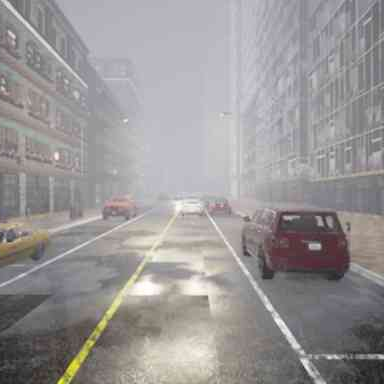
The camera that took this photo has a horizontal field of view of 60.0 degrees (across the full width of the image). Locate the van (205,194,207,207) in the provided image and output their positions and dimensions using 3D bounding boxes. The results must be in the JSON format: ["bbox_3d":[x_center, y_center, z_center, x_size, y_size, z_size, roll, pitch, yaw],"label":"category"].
[{"bbox_3d":[2.707,1.172,37.975,1.690,1.788,3.998,1,0,0],"label":"van"}]

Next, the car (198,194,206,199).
[{"bbox_3d":[2.708,1.139,88.836,2.008,1.369,4.403,1,0,0],"label":"car"}]

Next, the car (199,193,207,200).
[{"bbox_3d":[2.709,1.056,83.185,1.967,1.590,4.097,1,0,0],"label":"car"}]

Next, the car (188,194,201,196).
[{"bbox_3d":[0.006,1.250,59.202,2.163,1.488,4.792,0,0,0],"label":"car"}]

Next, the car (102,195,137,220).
[{"bbox_3d":[-5.674,1.198,26.675,2.192,1.841,5.009,1,0,0],"label":"car"}]

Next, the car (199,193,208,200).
[{"bbox_3d":[2.709,1.084,77.534,1.967,1.590,4.097,1,0,0],"label":"car"}]

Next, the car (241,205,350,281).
[{"bbox_3d":[2.705,1.273,9.718,2.192,1.841,5.009,1,0,0],"label":"car"}]

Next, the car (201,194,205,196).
[{"bbox_3d":[2.704,1.345,49.279,1.947,1.339,4.313,1,0,0],"label":"car"}]

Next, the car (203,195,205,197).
[{"bbox_3d":[2.704,1.371,43.628,1.947,1.339,4.313,1,0,0],"label":"car"}]

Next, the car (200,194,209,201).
[{"bbox_3d":[2.707,1.216,71.883,1.887,1.381,4.507,1,0,0],"label":"car"}]

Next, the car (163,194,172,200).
[{"bbox_3d":[-5.674,1.210,77.537,1.947,1.339,4.313,1,0,0],"label":"car"}]

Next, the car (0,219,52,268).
[{"bbox_3d":[-5.678,1.484,9.551,1.752,1.417,4.829,1,0,0],"label":"car"}]

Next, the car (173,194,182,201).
[{"bbox_3d":[-2.996,1.202,70.137,1.994,1.385,4.181,0,0,0],"label":"car"}]

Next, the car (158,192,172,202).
[{"bbox_3d":[-5.670,1.014,66.234,2.192,1.841,5.009,1,0,0],"label":"car"}]

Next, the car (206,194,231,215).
[{"bbox_3d":[2.705,1.297,32.323,1.967,1.590,4.097,1,0,0],"label":"car"}]

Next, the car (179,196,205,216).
[{"bbox_3d":[0.022,1.403,30.740,1.812,1.442,4.674,0,0,0],"label":"car"}]

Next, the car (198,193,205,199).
[{"bbox_3d":[2.708,1.111,94.488,2.008,1.369,4.403,1,0,0],"label":"car"}]
